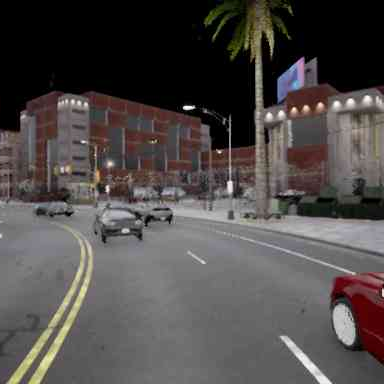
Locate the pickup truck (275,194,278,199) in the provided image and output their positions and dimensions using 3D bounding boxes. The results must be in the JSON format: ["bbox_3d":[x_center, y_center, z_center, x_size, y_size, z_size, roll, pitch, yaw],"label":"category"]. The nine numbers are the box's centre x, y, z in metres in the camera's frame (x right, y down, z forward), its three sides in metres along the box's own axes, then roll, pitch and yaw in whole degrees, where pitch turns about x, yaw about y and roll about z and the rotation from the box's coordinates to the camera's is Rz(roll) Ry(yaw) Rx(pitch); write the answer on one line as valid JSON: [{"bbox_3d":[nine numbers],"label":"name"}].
[{"bbox_3d":[11.370,0.826,37.553,2.390,2.098,6.274,0,0,41],"label":"pickup truck"}]

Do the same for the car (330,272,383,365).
[{"bbox_3d":[3.159,1.439,3.127,1.882,1.535,5.008,0,0,-4],"label":"car"}]

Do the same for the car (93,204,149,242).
[{"bbox_3d":[-3.659,1.475,16.144,1.812,1.442,4.674,0,0,-22],"label":"car"}]

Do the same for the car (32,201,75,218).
[{"bbox_3d":[-12.277,1.497,29.280,2.033,1.411,5.357,-1,0,-45],"label":"car"}]

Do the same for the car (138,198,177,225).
[{"bbox_3d":[-2.936,1.405,22.398,2.128,1.511,4.902,0,0,-29],"label":"car"}]

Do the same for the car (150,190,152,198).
[{"bbox_3d":[-9.145,1.053,56.058,4.553,1.767,2.185,0,0,41],"label":"car"}]
